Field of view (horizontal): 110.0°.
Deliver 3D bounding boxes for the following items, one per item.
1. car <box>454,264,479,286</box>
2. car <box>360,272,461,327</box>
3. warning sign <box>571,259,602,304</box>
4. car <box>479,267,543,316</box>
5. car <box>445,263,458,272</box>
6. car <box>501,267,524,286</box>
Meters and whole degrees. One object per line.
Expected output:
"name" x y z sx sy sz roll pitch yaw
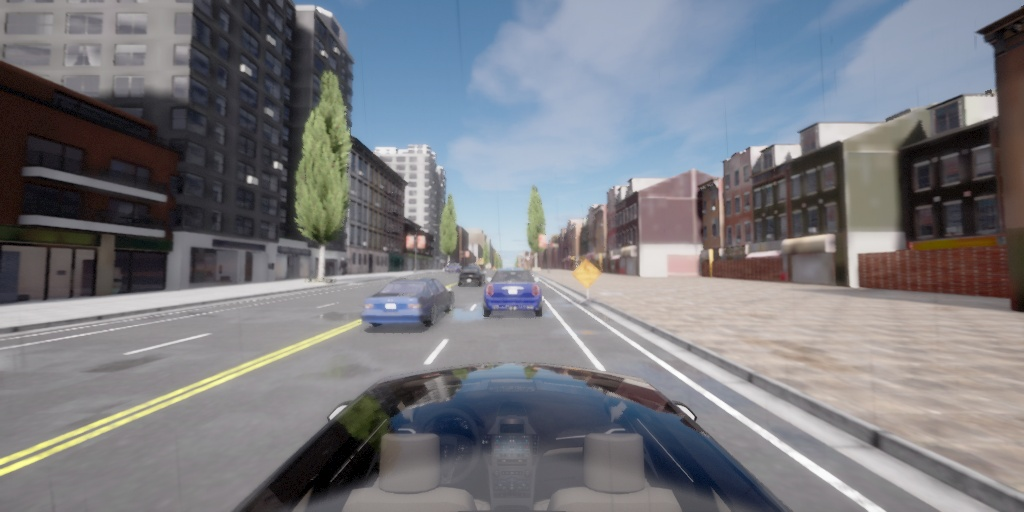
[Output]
"car" -3.206 1.624 29.308 1.837 1.490 4.892 0 -1 0
"car" -3.227 1.424 12.108 2.033 1.411 5.357 0 -1 0
"warning sign" 3.225 1.033 15.230 1.300 1.860 1.060 0 0 0
"car" 0.044 1.256 14.277 2.097 1.767 4.553 0 -1 0
"car" -9.803 1.984 59.682 2.097 1.767 4.553 0 -1 1
"car" 0.047 1.654 29.978 1.812 1.442 4.674 0 -1 1
